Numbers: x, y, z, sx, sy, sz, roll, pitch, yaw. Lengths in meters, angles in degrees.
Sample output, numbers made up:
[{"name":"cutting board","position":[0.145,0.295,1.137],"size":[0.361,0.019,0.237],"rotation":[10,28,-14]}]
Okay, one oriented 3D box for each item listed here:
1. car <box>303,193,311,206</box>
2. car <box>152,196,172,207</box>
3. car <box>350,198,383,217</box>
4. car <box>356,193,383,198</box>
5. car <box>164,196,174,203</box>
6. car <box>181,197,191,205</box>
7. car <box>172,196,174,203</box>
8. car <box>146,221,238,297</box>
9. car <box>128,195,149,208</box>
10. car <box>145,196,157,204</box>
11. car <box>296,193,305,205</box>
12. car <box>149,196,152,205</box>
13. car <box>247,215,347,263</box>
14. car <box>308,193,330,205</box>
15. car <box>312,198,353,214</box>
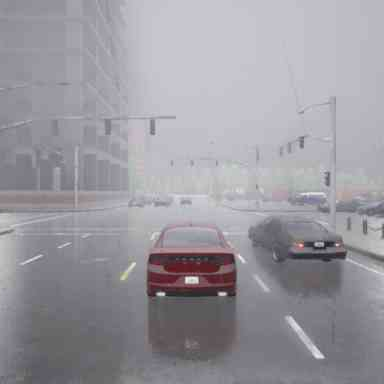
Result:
[{"name":"car","position":[24.083,1.450,64.187],"size":[3.905,1.438,1.784],"rotation":[0,0,-1]},{"name":"car","position":[-4.620,1.502,51.198],"size":[1.882,1.535,5.008],"rotation":[0,0,-1]},{"name":"car","position":[18.381,1.597,32.270],"size":[4.674,1.442,1.812],"rotation":[0,0,-1]},{"name":"car","position":[39.025,1.243,72.546],"size":[4.605,1.855,1.932],"rotation":[0,0,-1]},{"name":"car","position":[-4.843,1.534,71.276],"size":[1.837,1.490,4.892],"rotation":[0,0,-1]},{"name":"car","position":[-1.082,1.630,61.196],"size":[1.895,1.301,4.718],"rotation":[0,0,-1]},{"name":"car","position":[-4.753,1.577,61.155],"size":[2.033,1.411,5.357],"rotation":[0,0,0]},{"name":"car","position":[-0.013,1.482,8.631],"size":[1.882,1.535,5.008],"rotation":[0,0,0]},{"name":"car","position":[-8.089,1.515,48.890],"size":[2.128,1.511,4.902],"rotation":[0,0,-1]},{"name":"car","position":[-8.306,1.597,68.065],"size":[1.994,1.385,4.181],"rotation":[0,0,-1]},{"name":"car","position":[24.011,1.241,66.870],"size":[4.605,1.855,1.932],"rotation":[0,0,-1]},{"name":"car","position":[-8.218,1.380,58.102],"size":[2.097,1.767,4.553],"rotation":[0,0,-1]},{"name":"car","position":[3.475,1.553,12.067],"size":[2.033,1.411,5.357],"rotation":[0,0,-4]},{"name":"car","position":[24.107,1.480,61.292],"size":[3.806,1.475,1.970],"rotation":[0,0,-1]},{"name":"car","position":[16.275,1.620,35.766],"size":[5.357,1.411,2.033],"rotation":[0,0,-1]}]
